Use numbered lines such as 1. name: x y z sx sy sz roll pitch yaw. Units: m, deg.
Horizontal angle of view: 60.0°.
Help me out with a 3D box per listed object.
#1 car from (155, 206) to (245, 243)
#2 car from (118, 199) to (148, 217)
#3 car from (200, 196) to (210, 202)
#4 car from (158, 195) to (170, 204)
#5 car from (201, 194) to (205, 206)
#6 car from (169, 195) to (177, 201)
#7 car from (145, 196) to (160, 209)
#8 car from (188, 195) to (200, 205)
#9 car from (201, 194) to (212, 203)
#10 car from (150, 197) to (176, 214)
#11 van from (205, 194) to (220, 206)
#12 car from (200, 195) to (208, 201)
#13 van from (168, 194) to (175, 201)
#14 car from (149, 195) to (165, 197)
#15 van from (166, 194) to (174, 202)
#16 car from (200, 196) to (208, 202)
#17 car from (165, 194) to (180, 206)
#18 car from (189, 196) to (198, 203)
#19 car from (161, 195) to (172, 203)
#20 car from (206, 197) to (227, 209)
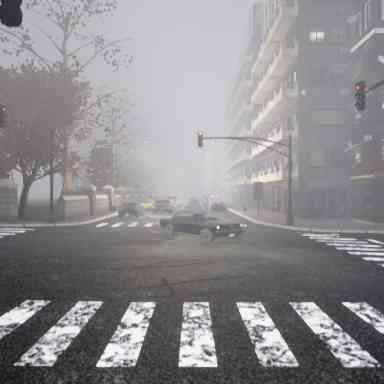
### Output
1. car: 0.379 1.603 16.490 1.895 1.301 4.718 0 0 -38
2. car: -5.575 1.574 30.861 1.947 1.339 4.313 0 0 0
3. car: 2.968 1.615 75.873 2.008 1.369 4.403 0 0 0
4. car: -5.453 1.486 64.644 1.967 1.590 4.097 0 0 0
5. car: 2.887 1.470 53.352 1.967 1.590 4.097 0 0 0
6. car: -5.351 1.652 92.792 2.008 1.369 4.403 0 0 0
7. car: -5.535 1.542 41.953 1.752 1.417 4.829 0 0 0
8. car: 0.326 1.604 61.172 1.994 1.385 4.181 0 0 0
9. car: 2.948 1.369 70.242 2.192 1.841 5.009 0 0 0
10. car: -2.973 1.517 34.916 1.837 1.490 4.892 0 0 0
11. van: 2.846 1.358 42.092 1.690 1.788 3.998 0 0 0
12. car: 3.009 1.527 87.132 1.967 1.590 4.097 0 0 0
13. van: -5.371 1.428 87.162 1.690 1.788 3.998 0 0 0
14. car: -5.514 1.338 47.753 2.192 1.841 5.009 0 0 0
15. van: -5.392 1.416 81.533 1.690 1.788 3.998 0 0 0
16. car: 2.988 1.620 81.503 1.887 1.381 4.507 0 0 0
17. car: -2.903 1.378 51.097 2.097 1.767 4.553 0 0 0
18. car: 0.326 1.581 71.156 1.812 1.442 4.674 0 0 0
19. car: -5.432 1.495 70.273 1.967 1.590 4.097 0 0 0
20. car: 2.825 1.557 36.461 1.887 1.381 4.507 0 0 0
